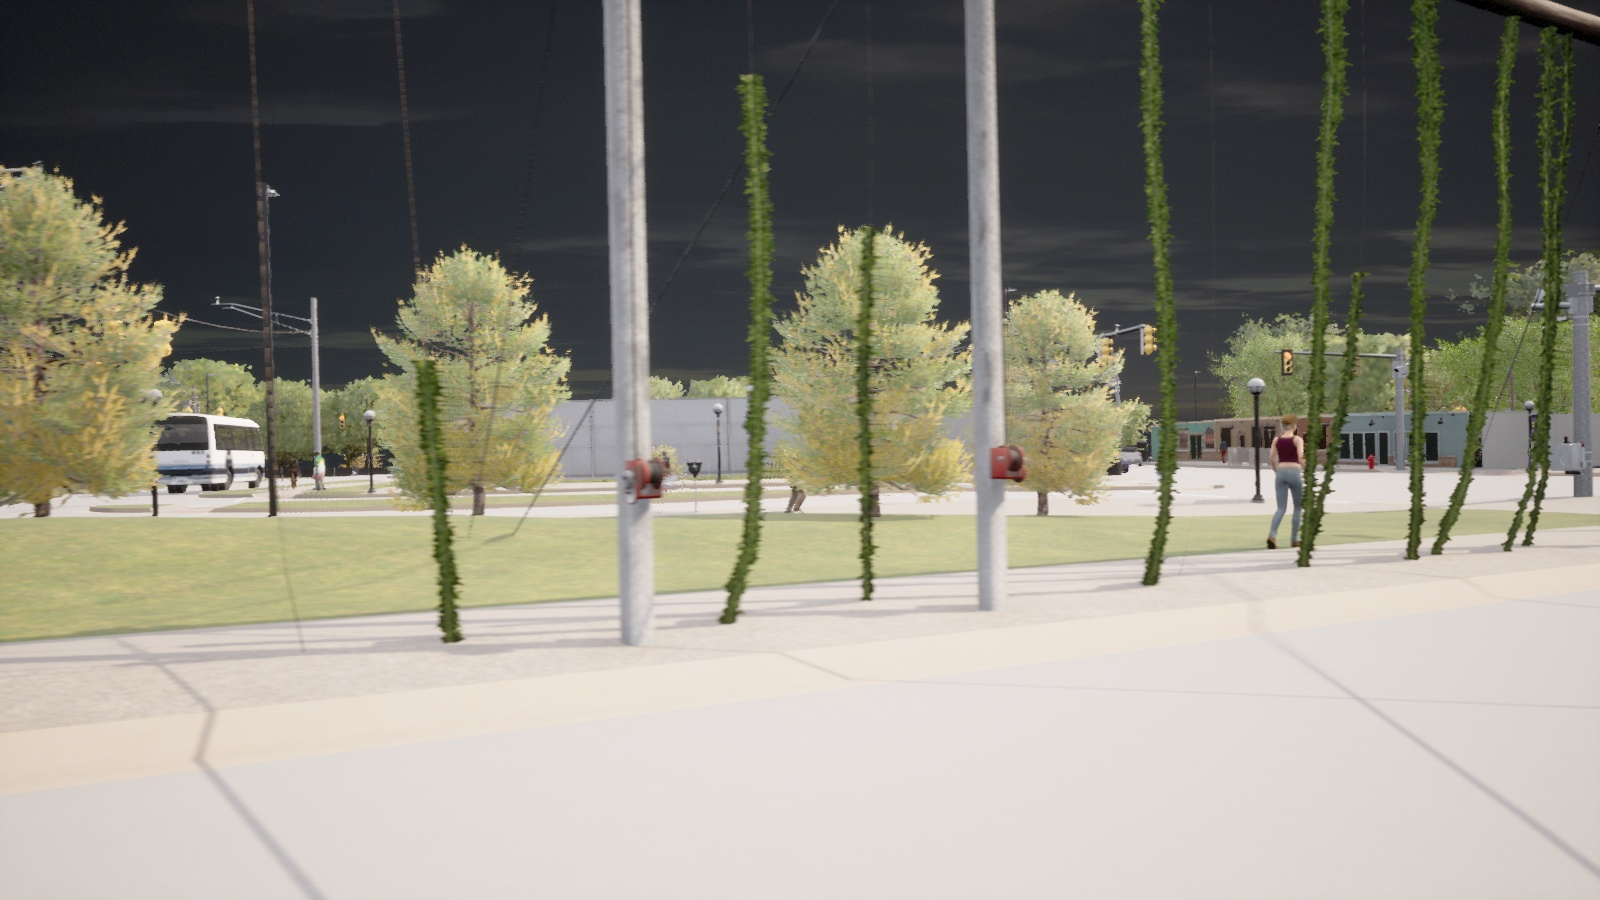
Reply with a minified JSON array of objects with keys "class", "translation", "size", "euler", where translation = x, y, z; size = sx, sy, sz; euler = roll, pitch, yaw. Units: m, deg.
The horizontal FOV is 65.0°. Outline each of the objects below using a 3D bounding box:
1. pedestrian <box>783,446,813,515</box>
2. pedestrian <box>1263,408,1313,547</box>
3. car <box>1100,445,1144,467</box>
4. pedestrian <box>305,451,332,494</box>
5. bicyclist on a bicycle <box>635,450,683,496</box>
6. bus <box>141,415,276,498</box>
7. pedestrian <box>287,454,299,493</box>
[{"class":"pedestrian","translation":[-0.052,0.817,34.107],"size":[0.694,1.848,0.540],"euler":[-2,1,-9]},{"class":"pedestrian","translation":[6.602,0.363,16.992],"size":[0.594,1.836,0.345],"euler":[-2,1,-39]},{"class":"car","translation":[23.559,0.432,91.984],"size":[1.845,1.501,3.633],"euler":[-2,0,-9]},{"class":"pedestrian","translation":[-22.147,1.040,57.759],"size":[0.873,1.952,0.659],"euler":[-1,1,20]},{"class":"bicyclist on a bicycle","translation":[-5.699,0.921,50.628],"size":[1.843,1.776,0.659],"euler":[-1,0,-9]},{"class":"bus","translation":[-33.017,0.377,70.687],"size":[3.944,4.253,10.273],"euler":[-2,0,-8]},{"class":"pedestrian","translation":[-25.602,1.181,63.416],"size":[0.395,1.930,0.692],"euler":[-2,1,-11]}]
